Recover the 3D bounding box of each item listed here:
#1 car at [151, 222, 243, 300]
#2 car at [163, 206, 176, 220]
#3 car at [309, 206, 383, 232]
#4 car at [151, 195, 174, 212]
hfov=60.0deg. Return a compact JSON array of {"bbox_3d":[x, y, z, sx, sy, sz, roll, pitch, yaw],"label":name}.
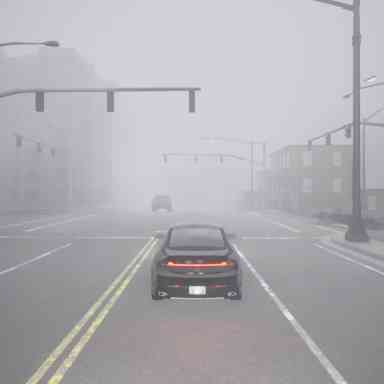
[{"bbox_3d":[0.095,1.505,8.353,1.837,1.490,4.892,0,0,0],"label":"car"},{"bbox_3d":[-3.624,3.542,55.038,1.837,1.490,4.892,0,-12,0],"label":"car"},{"bbox_3d":[11.276,1.883,24.603,4.902,1.511,2.128,8,0,2],"label":"car"},{"bbox_3d":[-3.588,1.350,40.096,2.150,2.045,5.566,0,-3,0],"label":"car"}]
